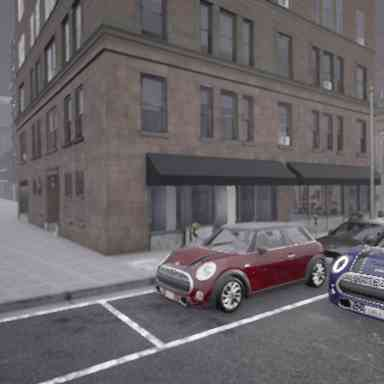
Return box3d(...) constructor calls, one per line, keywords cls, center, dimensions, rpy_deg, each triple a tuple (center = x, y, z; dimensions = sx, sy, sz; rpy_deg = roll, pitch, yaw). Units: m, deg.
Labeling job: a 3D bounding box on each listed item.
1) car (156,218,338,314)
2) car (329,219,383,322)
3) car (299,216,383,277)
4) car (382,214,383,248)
box3d(cls="car", center=(1.184, 1.444, 7.548), dimensions=(4.097, 1.590, 1.967), rpy_deg=(0, -1, -36))
box3d(cls="car", center=(4.784, 1.356, 6.729), dimensions=(4.553, 1.767, 2.097), rpy_deg=(0, 0, -36))
box3d(cls="car", center=(5.644, 1.573, 10.776), dimensions=(4.313, 1.339, 1.947), rpy_deg=(0, -1, -36))
box3d(cls="car", center=(10.103, 1.562, 14.005), dimensions=(4.403, 1.369, 2.008), rpy_deg=(0, -1, -36))
